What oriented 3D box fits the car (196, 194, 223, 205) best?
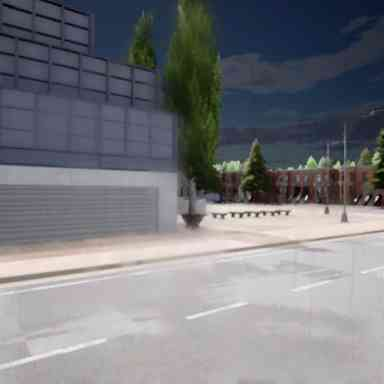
[{"bbox_3d":[3.436,1.439,66.377,5.566,2.045,2.150,0,0,25],"label":"car"}]
